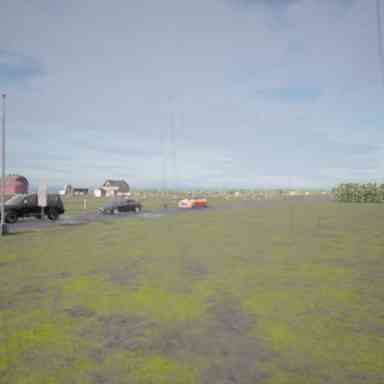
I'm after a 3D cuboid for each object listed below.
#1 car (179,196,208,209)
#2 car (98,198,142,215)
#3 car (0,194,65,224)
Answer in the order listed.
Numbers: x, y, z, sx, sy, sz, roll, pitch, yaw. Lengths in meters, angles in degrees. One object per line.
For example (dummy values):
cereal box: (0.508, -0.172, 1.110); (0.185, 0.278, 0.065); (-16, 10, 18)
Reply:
car: (0.192, 1.278, 44.026); (2.097, 1.767, 4.553); (1, 0, 34)
car: (-7.087, 1.438, 33.151); (1.837, 1.490, 4.892); (1, 1, 34)
car: (-12.412, 1.165, 25.150); (2.150, 2.045, 5.566); (1, 0, 33)
